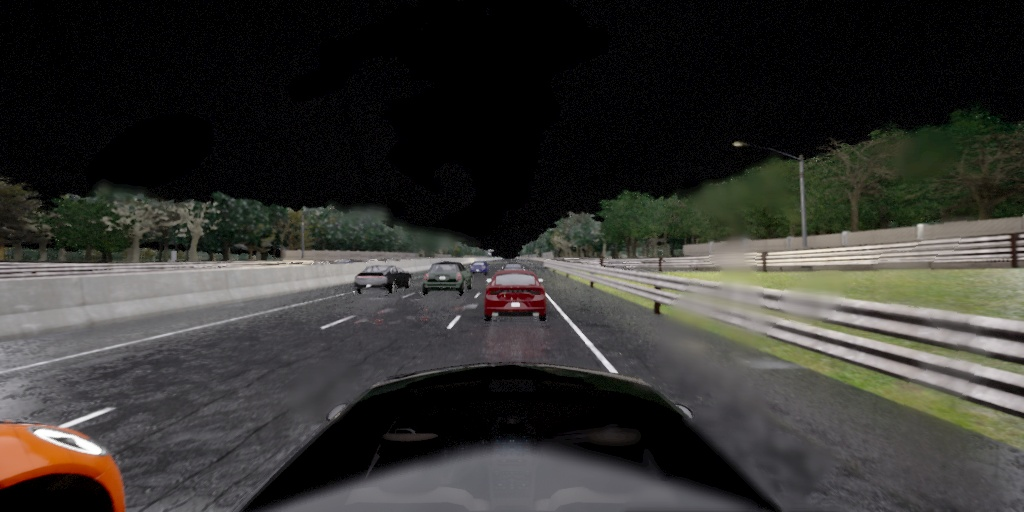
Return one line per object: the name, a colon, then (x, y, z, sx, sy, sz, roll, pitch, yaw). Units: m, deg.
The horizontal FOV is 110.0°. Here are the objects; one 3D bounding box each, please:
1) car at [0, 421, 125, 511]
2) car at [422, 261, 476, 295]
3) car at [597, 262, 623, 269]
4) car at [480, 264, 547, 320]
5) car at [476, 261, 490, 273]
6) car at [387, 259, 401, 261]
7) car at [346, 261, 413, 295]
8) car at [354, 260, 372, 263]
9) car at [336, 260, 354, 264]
car: (-3.401, 1.102, 0.244, 2.097, 1.767, 4.553, 0, 0, 0)
car: (-3.396, 1.090, 19.659, 2.097, 1.767, 4.553, 0, 0, 0)
car: (13.825, 1.156, 50.724, 1.994, 1.385, 4.181, 0, 0, -19)
car: (0.103, 1.222, 12.584, 1.882, 1.535, 5.008, 0, 0, 0)
car: (-3.391, 1.243, 37.762, 1.812, 1.442, 4.674, 0, 0, 0)
car: (-17.497, 1.215, 52.761, 1.837, 1.490, 4.892, 0, 0, 0)
car: (-6.896, 1.230, 19.683, 2.128, 1.511, 4.902, 0, 0, 0)
car: (-20.994, 1.307, 52.969, 1.895, 1.301, 4.718, 0, 0, 0)
car: (-24.492, 1.254, 53.298, 2.033, 1.411, 5.357, 0, 0, 0)
